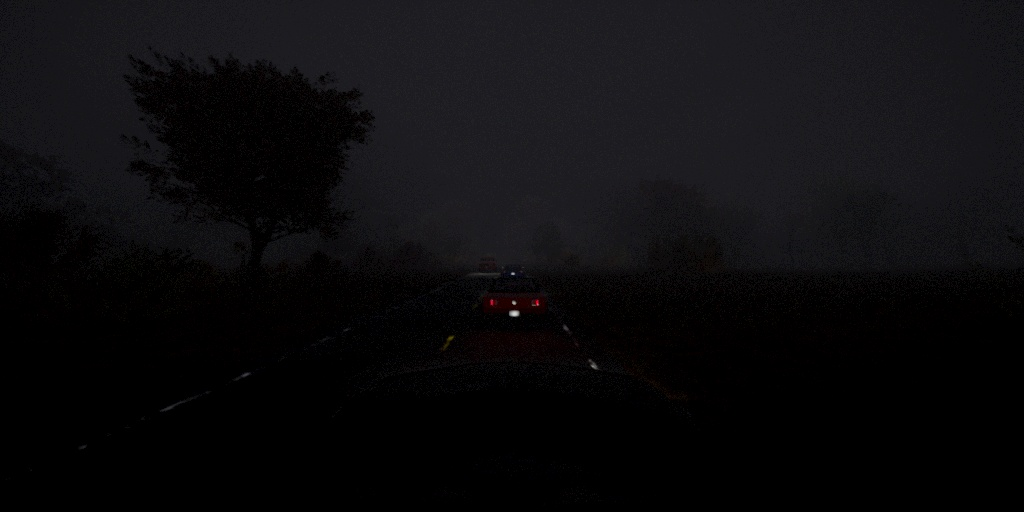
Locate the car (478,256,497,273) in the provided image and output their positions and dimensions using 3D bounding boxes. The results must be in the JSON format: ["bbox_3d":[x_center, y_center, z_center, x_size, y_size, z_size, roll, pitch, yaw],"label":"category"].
[{"bbox_3d":[-3.088,1.044,46.298,2.150,2.045,5.566,0,0,0],"label":"car"}]

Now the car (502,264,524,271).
[{"bbox_3d":[0.085,1.363,29.872,1.994,1.385,4.181,0,0,0],"label":"car"}]

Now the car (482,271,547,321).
[{"bbox_3d":[0.080,1.372,12.526,1.895,1.301,4.718,0,0,0],"label":"car"}]
